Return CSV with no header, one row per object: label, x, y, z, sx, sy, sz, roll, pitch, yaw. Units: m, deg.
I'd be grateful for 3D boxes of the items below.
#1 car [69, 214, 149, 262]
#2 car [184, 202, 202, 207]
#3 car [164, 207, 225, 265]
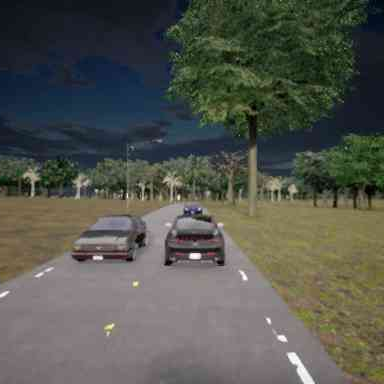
car,-2.751,1.551,12.408,2.033,1.411,5.357,0,0,0
car,0.098,1.676,34.265,1.895,1.301,4.718,0,0,0
car,0.091,1.509,11.654,1.837,1.490,4.892,0,1,0
